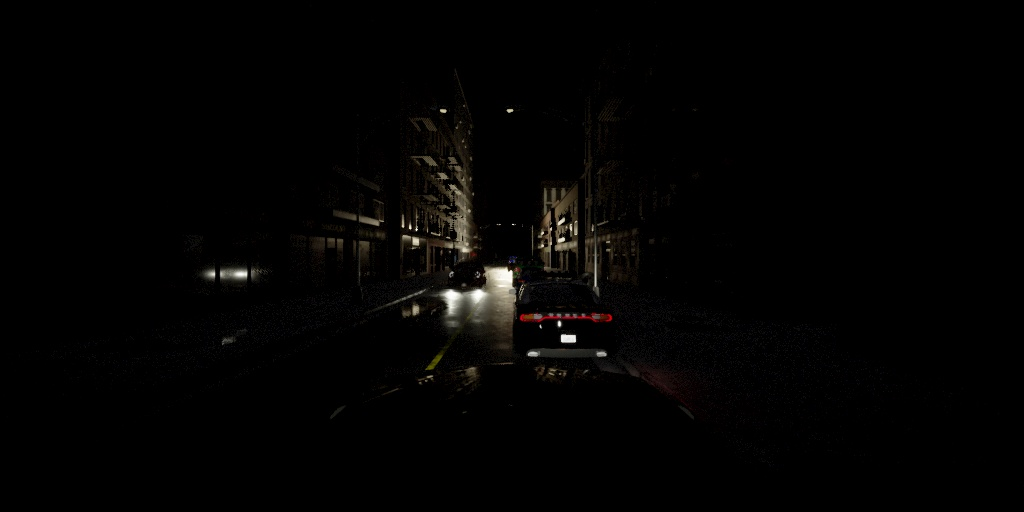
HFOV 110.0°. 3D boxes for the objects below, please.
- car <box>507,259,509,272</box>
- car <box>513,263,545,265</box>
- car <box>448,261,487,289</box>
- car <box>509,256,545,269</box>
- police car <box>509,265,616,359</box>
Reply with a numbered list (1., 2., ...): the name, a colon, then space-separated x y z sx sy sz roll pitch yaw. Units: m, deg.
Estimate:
1. car: 0.393 1.437 47.056 1.895 1.301 4.718 0 0 1
2. car: 1.041 1.285 18.460 1.812 1.442 4.674 0 0 0
3. car: -2.822 1.118 23.356 2.097 1.767 4.553 0 0 0
4. car: 1.089 0.993 24.490 2.150 2.045 5.566 0 0 0
5. police car: 0.963 1.176 8.569 1.930 1.638 5.238 0 0 0
